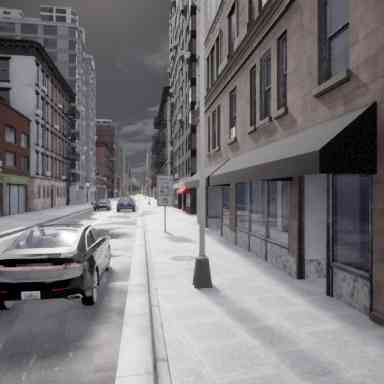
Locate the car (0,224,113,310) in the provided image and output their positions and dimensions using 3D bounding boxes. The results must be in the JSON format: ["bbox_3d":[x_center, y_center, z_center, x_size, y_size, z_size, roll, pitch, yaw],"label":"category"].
[{"bbox_3d":[-3.030,1.497,7.893,2.128,1.511,4.902,0,0,-9],"label":"car"}]

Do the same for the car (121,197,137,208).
[{"bbox_3d":[-9.432,1.561,49.845,2.128,1.511,4.902,0,0,-9],"label":"car"}]

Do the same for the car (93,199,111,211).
[{"bbox_3d":[-11.324,1.604,42.339,2.033,1.411,5.357,0,0,-9],"label":"car"}]

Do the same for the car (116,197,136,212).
[{"bbox_3d":[-7.865,1.401,39.966,2.097,1.767,4.553,0,0,-8],"label":"car"}]
